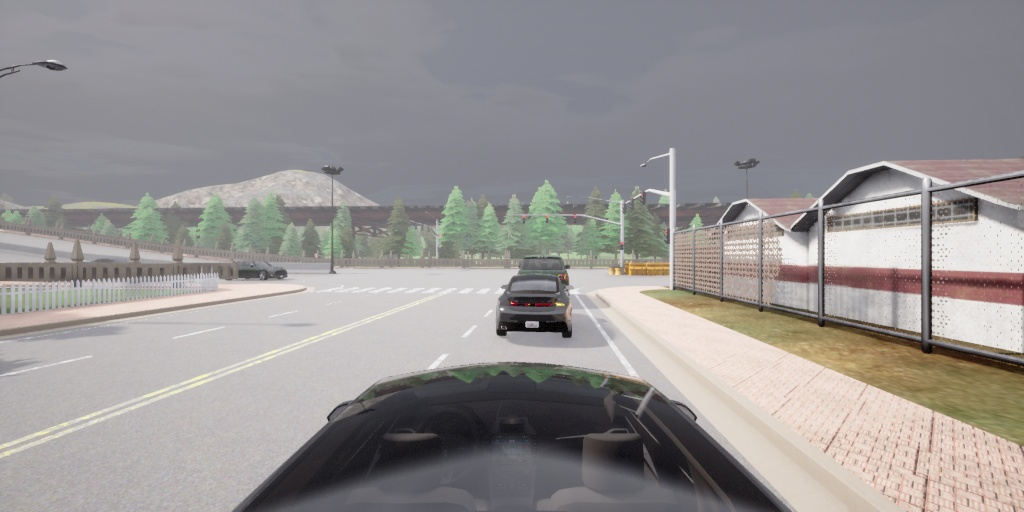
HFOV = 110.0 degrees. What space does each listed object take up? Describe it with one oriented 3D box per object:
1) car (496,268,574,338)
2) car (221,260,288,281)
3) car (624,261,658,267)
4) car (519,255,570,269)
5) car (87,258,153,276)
[{"bbox_3d":[0.695,1.255,10.264,1.837,1.490,4.892,0,0,6],"label":"car"},{"bbox_3d":[-21.182,1.101,29.727,4.553,1.767,2.097,0,0,6],"label":"car"},{"bbox_3d":[15.737,1.351,41.492,4.718,1.301,1.895,0,0,4],"label":"car"},{"bbox_3d":[1.449,0.971,16.276,2.150,2.045,5.566,0,0,7],"label":"car"},{"bbox_3d":[-32.832,1.208,30.589,5.357,1.411,2.033,2,0,4],"label":"car"}]
